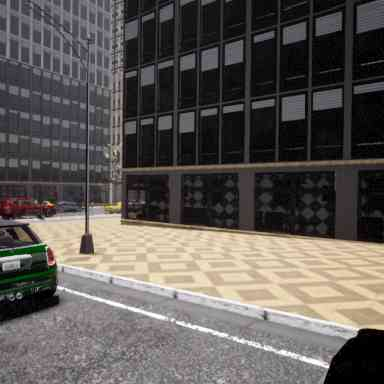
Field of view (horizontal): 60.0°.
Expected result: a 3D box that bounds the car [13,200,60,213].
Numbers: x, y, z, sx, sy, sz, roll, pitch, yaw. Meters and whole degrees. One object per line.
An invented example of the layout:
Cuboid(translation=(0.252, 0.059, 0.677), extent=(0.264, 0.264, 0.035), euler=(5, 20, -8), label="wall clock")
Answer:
Cuboid(translation=(-18.394, 1.643, 39.524), extent=(1.752, 1.417, 4.829), euler=(1, 0, 37), label="car")

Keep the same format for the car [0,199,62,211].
Cuboid(translation=(-14.914, 1.519, 30.143), extent=(2.192, 1.841, 5.009), euler=(1, 0, 37), label="car")

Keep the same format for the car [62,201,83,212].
Cuboid(translation=(-15.134, 1.741, 39.560), extent=(1.994, 1.385, 4.181), euler=(1, 0, 37), label="car")

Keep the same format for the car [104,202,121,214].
Cuboid(translation=(-8.099, 1.830, 39.341), extent=(1.752, 1.417, 4.829), euler=(1, 0, 37), label="car")

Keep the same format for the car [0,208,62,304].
Cuboid(translation=(-4.988, 1.348, 7.251), extent=(4.553, 1.767, 2.097), euler=(0, 0, 36), label="car")

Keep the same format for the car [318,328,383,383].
Cuboid(translation=(3.009, 1.601, 1.533), extent=(4.718, 1.301, 1.895), euler=(0, 0, 36), label="car")
